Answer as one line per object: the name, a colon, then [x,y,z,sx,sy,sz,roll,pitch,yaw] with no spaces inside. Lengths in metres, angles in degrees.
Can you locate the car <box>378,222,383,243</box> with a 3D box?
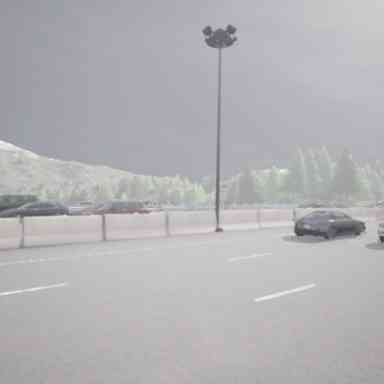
car: [10.434,1.637,15.496,4.674,1.442,1.812,0,0,-35]

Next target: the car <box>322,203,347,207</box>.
car: [21.323,2.167,49.273,4.181,1.385,1.994,2,-1,-35]

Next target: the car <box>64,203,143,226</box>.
car: [-6.608,1.598,25.077,5.357,1.411,2.033,0,0,-36]

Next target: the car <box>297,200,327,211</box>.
car: [18.698,2.092,51.702,4.892,1.490,1.837,2,-1,-35]

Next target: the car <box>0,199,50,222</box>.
car: [-11.973,1.531,25.545,4.892,1.490,1.837,0,0,-36]

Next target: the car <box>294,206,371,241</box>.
car: [7.308,1.665,17.565,4.181,1.385,1.994,0,0,-36]

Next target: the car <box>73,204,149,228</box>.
car: [-5.073,1.399,21.871,4.553,1.767,2.097,0,0,-35]

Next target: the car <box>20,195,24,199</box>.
car: [-15.412,1.237,27.394,5.566,2.045,2.150,0,0,-36]
